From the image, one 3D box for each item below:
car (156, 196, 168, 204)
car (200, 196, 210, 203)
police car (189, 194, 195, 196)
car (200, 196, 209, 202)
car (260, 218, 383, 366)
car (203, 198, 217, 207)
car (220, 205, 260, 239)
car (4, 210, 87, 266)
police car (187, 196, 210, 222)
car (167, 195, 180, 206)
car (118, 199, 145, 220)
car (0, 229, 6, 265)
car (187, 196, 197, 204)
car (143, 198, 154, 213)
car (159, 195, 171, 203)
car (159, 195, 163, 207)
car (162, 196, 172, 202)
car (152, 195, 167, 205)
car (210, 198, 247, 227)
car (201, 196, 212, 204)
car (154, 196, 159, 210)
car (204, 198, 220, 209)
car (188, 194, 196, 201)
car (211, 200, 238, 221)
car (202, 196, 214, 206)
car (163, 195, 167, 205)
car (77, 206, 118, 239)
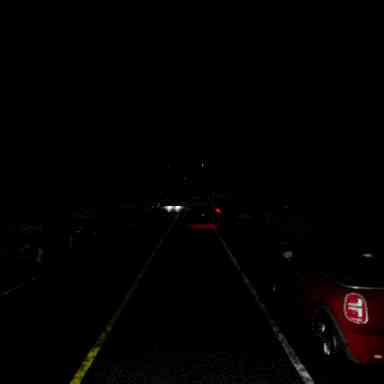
[{"bbox_3d":[-5.379,1.453,60.823,1.752,1.417,4.829,0,0,0],"label":"car"},{"bbox_3d":[2.647,1.506,66.513,1.802,1.307,4.206,0,0,0],"label":"car"},{"bbox_3d":[0.830,1.377,35.845,1.930,1.638,5.238,0,0,0],"label":"police car"},{"bbox_3d":[2.648,1.487,72.031,1.947,1.339,4.313,0,0,0],"label":"car"},{"bbox_3d":[2.639,1.432,5.811,1.967,1.590,4.097,0,0,0],"label":"car"},{"bbox_3d":[2.645,1.517,49.958,1.802,1.307,4.206,0,0,0],"label":"car"},{"bbox_3d":[2.640,1.559,16.849,1.802,1.307,4.206,0,0,0],"label":"car"},{"bbox_3d":[-5.385,1.536,11.324,2.008,1.369,4.403,0,0,0],"label":"car"},{"bbox_3d":[0.681,1.390,25.808,1.930,1.638,5.238,0,0,-3],"label":"police car"},{"bbox_3d":[-2.816,1.498,51.438,1.994,1.385,4.181,0,0,0],"label":"car"},{"bbox_3d":[-5.383,1.545,27.881,1.802,1.307,4.206,0,0,0],"label":"car"},{"bbox_3d":[-5.386,1.574,5.805,1.802,1.307,4.206,0,0,0],"label":"car"},{"bbox_3d":[0.009,1.528,62.456,1.895,1.301,4.718,0,0,0],"label":"car"},{"bbox_3d":[-5.382,1.506,33.400,2.008,1.369,4.403,0,0,0],"label":"car"},{"bbox_3d":[-5.378,1.365,66.512,1.967,1.590,4.097,0,0,0],"label":"car"},{"bbox_3d":[-5.381,1.507,44.437,1.947,1.339,4.313,0,0,0],"label":"car"},{"bbox_3d":[-5.377,1.504,72.031,1.802,1.307,4.206,0,0,0],"label":"car"},{"bbox_3d":[-5.380,1.371,55.474,1.967,1.590,4.097,0,0,0],"label":"car"},{"bbox_3d":[2.641,1.285,22.367,2.192,1.841,5.009,0,0,0],"label":"car"},{"bbox_3d":[2.646,1.472,60.995,1.887,1.381,4.507,0,0,0],"label":"car"},{"bbox_3d":[-5.381,1.493,38.919,1.887,1.381,4.507,0,0,0],"label":"car"},{"bbox_3d":[2.644,1.523,44.440,1.802,1.307,4.206,0,0,0],"label":"car"},{"bbox_3d":[0.011,1.283,77.105,1.812,1.442,4.674,0,0,0],"label":"car"},{"bbox_3d":[2.638,1.488,28.053,1.752,1.417,4.829,0,0,0],"label":"car"},{"bbox_3d":[2.645,1.456,55.647,1.752,1.417,4.829,0,0,0],"label":"car"},{"bbox_3d":[-5.380,1.486,49.956,2.008,1.369,4.403,0,0,0],"label":"car"},{"bbox_3d":[-5.385,1.528,16.843,2.008,1.369,4.403,0,0,0],"label":"car"}]
